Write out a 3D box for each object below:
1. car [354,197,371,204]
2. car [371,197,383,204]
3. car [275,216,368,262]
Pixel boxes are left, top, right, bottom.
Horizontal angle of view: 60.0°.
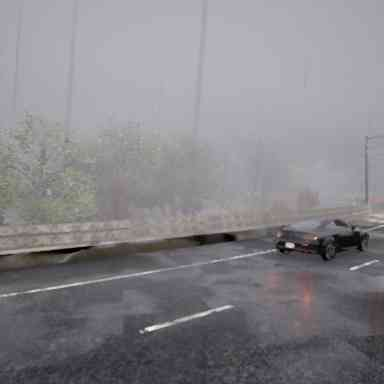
[{"bbox_3d":[39.611,2.018,78.580,1.837,1.490,4.892,0,0,5],"label":"car"},{"bbox_3d":[43.082,1.877,78.120,2.097,1.767,4.553,0,0,5],"label":"car"},{"bbox_3d":[4.988,1.629,12.630,4.674,1.442,1.812,0,0,-42],"label":"car"}]
